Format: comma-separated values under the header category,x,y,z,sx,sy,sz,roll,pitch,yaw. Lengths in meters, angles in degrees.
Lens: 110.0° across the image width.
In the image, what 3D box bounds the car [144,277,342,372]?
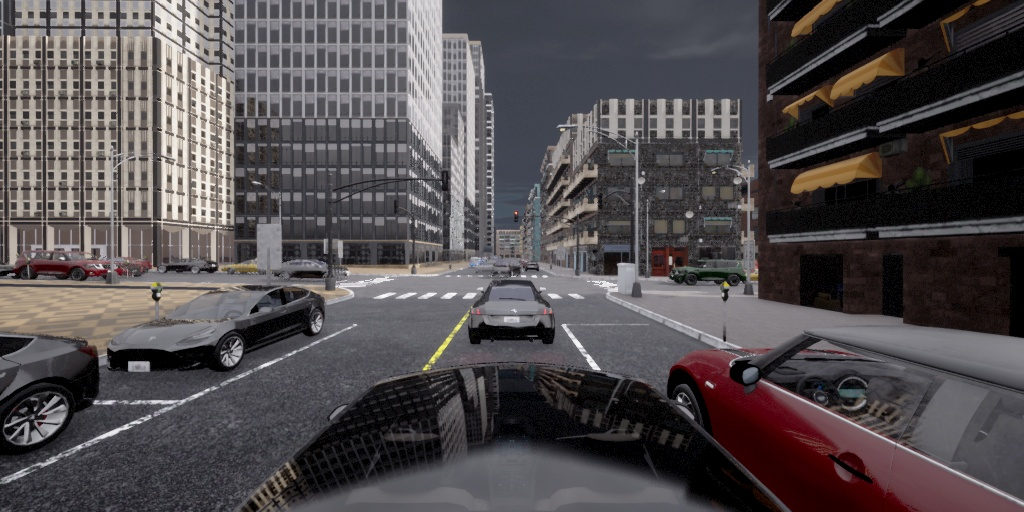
category,x,y,z,sx,sy,sz,roll,pitch,yaw
car,-5.700,1.315,7.653,1.948,1.339,4.313,0,0,0

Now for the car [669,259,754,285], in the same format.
category,x,y,z,sx,sy,sz,roll,pitch,yaw
car,15.524,1.289,28.542,5.566,2.045,2.150,1,0,-1

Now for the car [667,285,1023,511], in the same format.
category,x,y,z,sx,sy,sz,roll,pitch,yaw
car,2.693,1.190,2.427,1.967,1.591,4.097,0,0,0

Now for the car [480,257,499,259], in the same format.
category,x,y,z,sx,sy,sz,roll,pitch,yaw
car,-3.204,1.259,51.888,1.837,1.490,4.892,0,0,0

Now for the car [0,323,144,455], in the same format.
category,x,y,z,sx,sy,sz,roll,pitch,yaw
car,-5.688,1.316,2.407,1.948,1.339,4.313,0,0,0

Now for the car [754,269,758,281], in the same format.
category,x,y,z,sx,sy,sz,roll,pitch,yaw
car,21.303,1.697,31.215,4.829,1.417,1.751,0,0,-1

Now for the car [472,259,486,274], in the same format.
category,x,y,z,sx,sy,sz,roll,pitch,yaw
car,-3.186,1.353,41.898,1.895,1.301,4.718,0,0,0

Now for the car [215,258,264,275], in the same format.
category,x,y,z,sx,sy,sz,roll,pitch,yaw
car,-22.105,0.880,30.715,4.829,1.417,1.751,0,0,-1

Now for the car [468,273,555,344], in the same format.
category,x,y,z,sx,sy,sz,roll,pitch,yaw
car,-0.013,1.313,9.583,1.994,1.385,4.181,0,0,0

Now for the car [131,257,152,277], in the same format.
category,x,y,z,sx,sy,sz,roll,pitch,yaw
car,-28.078,0.821,24.756,4.181,1.385,1.994,1,0,-1

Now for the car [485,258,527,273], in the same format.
category,x,y,z,sx,sy,sz,roll,pitch,yaw
car,-0.473,1.235,34.472,2.128,1.511,4.902,1,0,16

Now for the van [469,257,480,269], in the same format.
category,x,y,z,sx,sy,sz,roll,pitch,yaw
van,-5.810,1.096,57.264,1.690,1.789,3.998,0,0,0

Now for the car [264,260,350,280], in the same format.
category,x,y,z,sx,sy,sz,roll,pitch,yaw
car,-13.942,1.012,25.056,4.902,1.511,2.128,1,0,-3

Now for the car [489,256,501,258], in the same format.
category,x,y,z,sx,sy,sz,roll,pitch,yaw
car,-3.204,0.979,62.361,2.150,2.045,5.566,0,0,0

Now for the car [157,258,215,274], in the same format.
category,x,y,z,sx,sy,sz,roll,pitch,yaw
car,-27.550,0.815,30.554,4.313,1.339,1.948,0,0,-1

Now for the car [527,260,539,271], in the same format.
category,x,y,z,sx,sy,sz,roll,pitch,yaw
car,2.593,1.319,47.317,1.948,1.339,4.313,0,0,0

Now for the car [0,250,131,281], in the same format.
category,x,y,z,sx,sy,sz,roll,pitch,yaw
car,-27.428,0.590,22.173,5.009,1.841,2.192,0,0,-1
